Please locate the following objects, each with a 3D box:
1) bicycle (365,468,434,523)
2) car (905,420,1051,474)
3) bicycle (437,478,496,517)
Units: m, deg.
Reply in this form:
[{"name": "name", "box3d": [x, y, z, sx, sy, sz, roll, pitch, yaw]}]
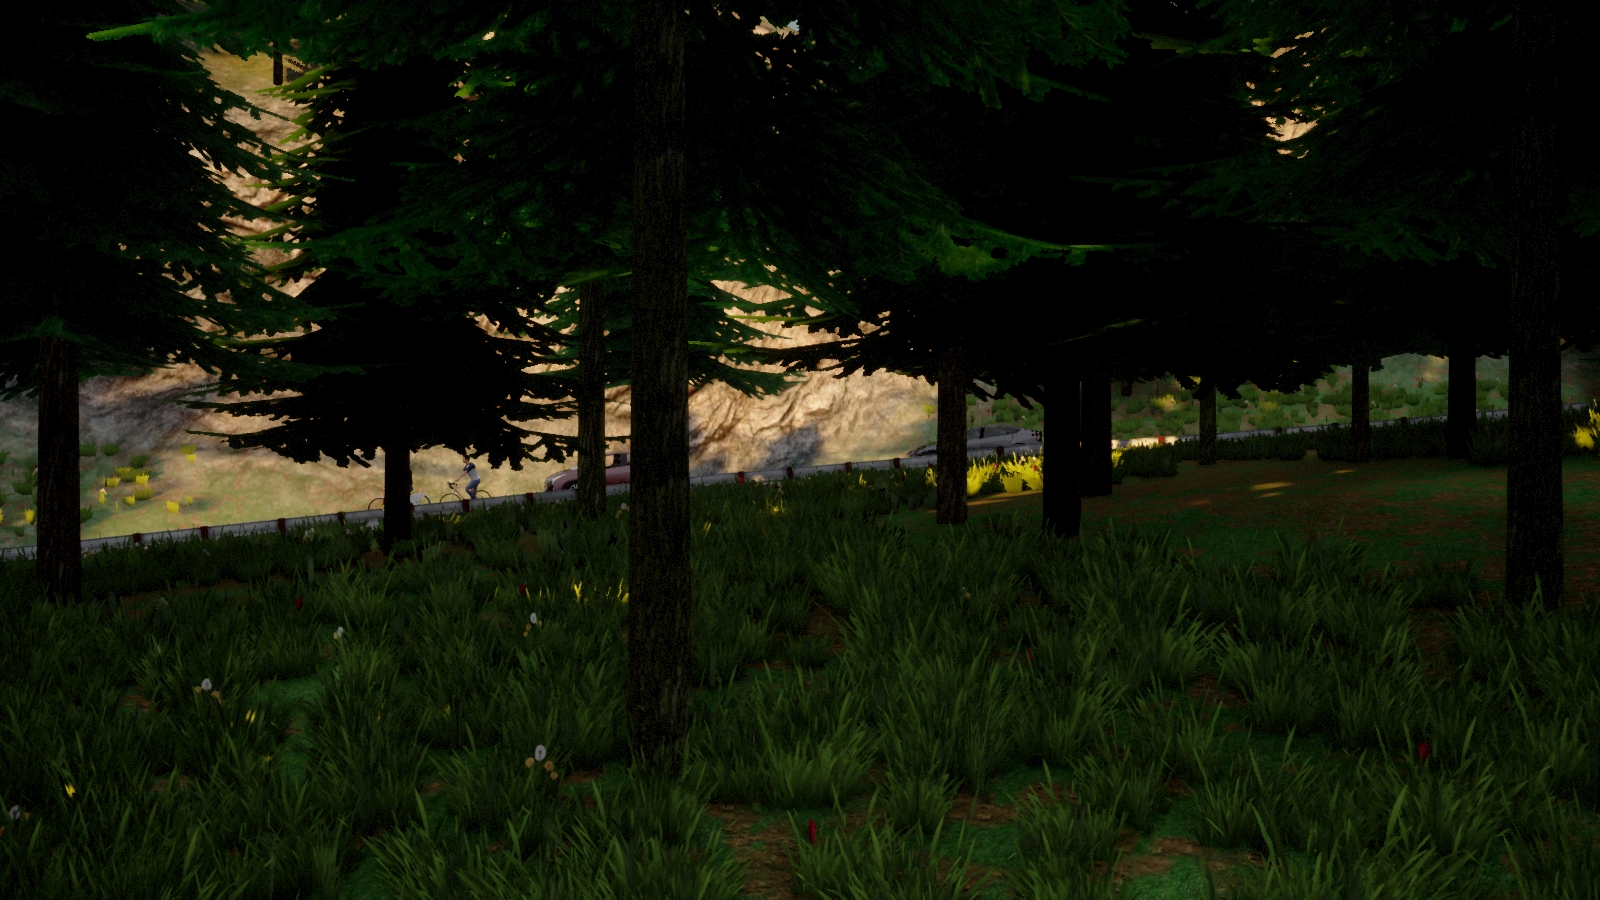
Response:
[{"name": "bicycle", "box3d": [-12.076, 1.355, 34.489, 1.835, 1.471, 0.329, -5, 2, -29]}, {"name": "car", "box3d": [6.153, -0.094, 40.005, 4.792, 1.488, 2.163, -4, 0, 5]}, {"name": "bicycle", "box3d": [-10.252, 1.440, 35.171, 1.643, 1.024, 0.373, -5, 3, -36]}]
